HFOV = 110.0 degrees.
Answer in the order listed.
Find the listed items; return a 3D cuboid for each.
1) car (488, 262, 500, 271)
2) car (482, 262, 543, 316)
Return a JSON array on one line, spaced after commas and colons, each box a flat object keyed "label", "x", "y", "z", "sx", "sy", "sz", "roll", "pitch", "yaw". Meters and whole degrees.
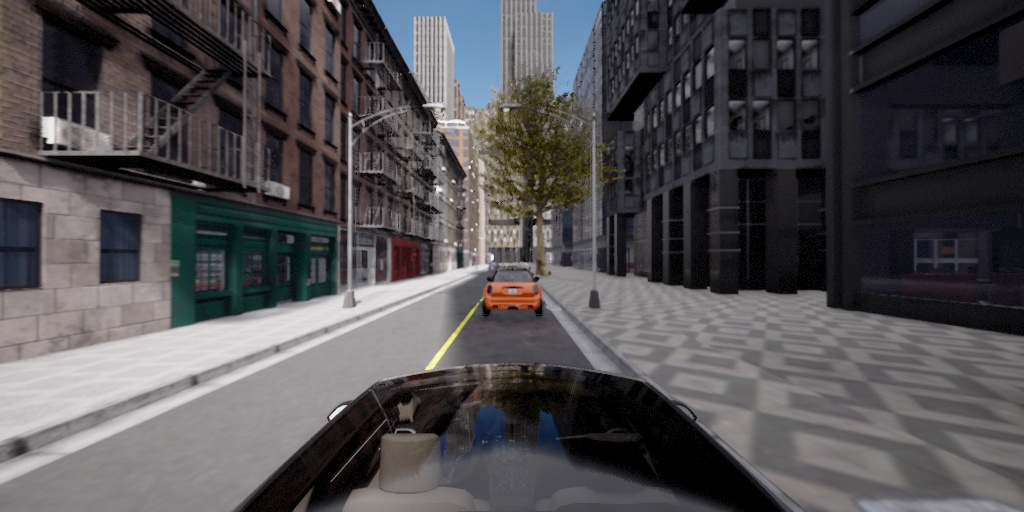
[{"label": "car", "x": -3.040, "y": 1.741, "z": 60.574, "sx": 1.812, "sy": 1.442, "sz": 4.674, "roll": 0, "pitch": 0, "yaw": 1}, {"label": "car", "x": 0.044, "y": 1.216, "z": 14.164, "sx": 2.097, "sy": 1.767, "sz": 4.553, "roll": 0, "pitch": -1, "yaw": 1}]
